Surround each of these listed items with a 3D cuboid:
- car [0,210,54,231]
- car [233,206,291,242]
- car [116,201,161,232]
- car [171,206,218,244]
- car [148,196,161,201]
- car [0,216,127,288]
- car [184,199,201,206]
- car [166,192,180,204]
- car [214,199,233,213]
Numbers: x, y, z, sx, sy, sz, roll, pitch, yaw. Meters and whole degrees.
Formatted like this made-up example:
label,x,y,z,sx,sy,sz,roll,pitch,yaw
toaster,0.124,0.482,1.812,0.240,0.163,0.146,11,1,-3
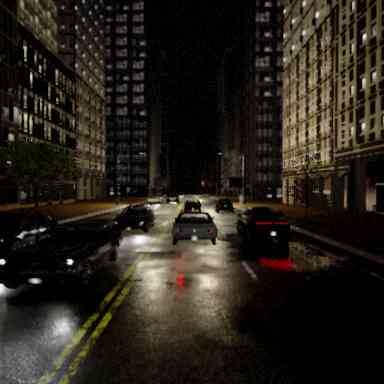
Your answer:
label,x,y,z,sx,sy,sz,roll,pitch,yaw
car,-6.550,1.465,12.221,1.837,1.490,4.892,0,0,1
car,3.351,1.452,16.092,1.837,1.490,4.892,0,0,0
car,-3.248,1.482,19.741,2.033,1.411,5.357,0,0,0
car,0.103,1.550,15.429,1.895,1.301,4.718,0,0,0
car,-6.528,1.388,57.599,1.895,1.301,4.718,0,0,1
car,-3.318,1.570,9.252,1.895,1.301,4.718,0,0,0
car,0.100,1.468,37.947,1.895,1.301,4.718,0,0,0
car,-3.279,1.010,57.551,2.150,2.045,5.566,0,0,1
car,3.348,1.424,35.425,2.033,1.411,5.357,0,0,0
